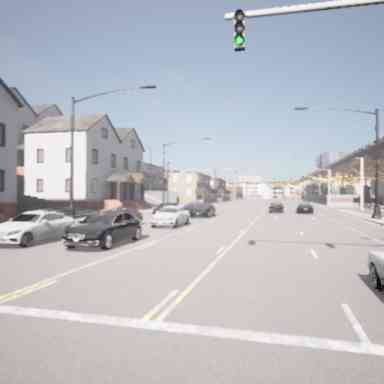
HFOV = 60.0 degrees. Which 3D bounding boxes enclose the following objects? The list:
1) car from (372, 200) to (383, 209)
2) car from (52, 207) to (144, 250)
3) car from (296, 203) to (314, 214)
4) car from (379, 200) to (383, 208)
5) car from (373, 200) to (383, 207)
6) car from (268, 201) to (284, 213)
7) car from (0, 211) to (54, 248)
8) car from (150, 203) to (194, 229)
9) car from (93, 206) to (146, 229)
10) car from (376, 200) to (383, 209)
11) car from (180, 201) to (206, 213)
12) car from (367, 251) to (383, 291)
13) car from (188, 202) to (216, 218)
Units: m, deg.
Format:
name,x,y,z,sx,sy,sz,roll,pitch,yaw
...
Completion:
name,x,y,z,sx,sy,sz,roll,pitch,yaw
car,35.960,2.293,62.084,4.974,1.542,2.038,1,-1,-32
car,-3.838,1.625,15.100,1.837,1.490,4.892,0,-1,15
car,14.419,2.071,42.604,1.994,1.385,4.181,0,-1,15
car,34.818,2.084,57.578,1.853,1.218,4.536,1,-1,-22
car,36.005,2.136,62.113,4.536,1.218,1.853,1,-1,-32
car,11.130,1.988,43.854,2.128,1.511,4.902,0,-1,15
car,-7.319,1.627,15.629,1.812,1.442,4.674,0,-1,15
car,-1.479,1.747,24.032,1.812,1.442,4.674,0,-1,15
car,-5.092,1.761,24.052,1.994,1.385,4.181,0,-1,16
car,34.798,2.242,57.625,2.038,1.542,4.974,1,-1,-22
car,0.240,1.972,44.146,2.033,1.411,5.357,0,-1,15
car,4.829,1.695,6.293,1.895,1.301,4.718,0,-1,15
car,1.186,1.814,34.165,1.882,1.535,5.008,0,-1,15
